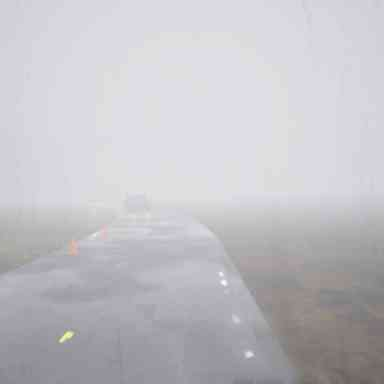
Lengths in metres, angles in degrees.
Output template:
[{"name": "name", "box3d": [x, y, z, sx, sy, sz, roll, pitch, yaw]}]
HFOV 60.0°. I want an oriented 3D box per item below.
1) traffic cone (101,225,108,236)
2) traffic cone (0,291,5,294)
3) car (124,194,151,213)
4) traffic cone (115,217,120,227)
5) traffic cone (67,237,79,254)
[{"name": "traffic cone", "box3d": [-4.538, 1.988, 17.301, 0.340, 0.580, 0.340, 0, 0, -3]}, {"name": "traffic cone", "box3d": [-4.428, 1.974, 7.423, 0.340, 0.580, 0.340, 0, 0, 0]}, {"name": "car", "box3d": [-6.235, 1.255, 37.516, 2.150, 2.045, 5.566, 0, 0, -21]}, {"name": "traffic cone", "box3d": [-4.911, 1.990, 22.151, 0.340, 0.580, 0.340, 0, 0, -6]}, {"name": "traffic cone", "box3d": [-4.430, 1.982, 12.423, 0.340, 0.580, 0.340, 0, 0, 0]}]
